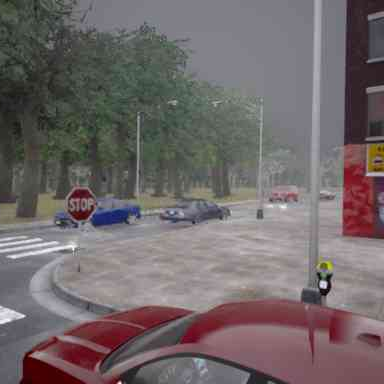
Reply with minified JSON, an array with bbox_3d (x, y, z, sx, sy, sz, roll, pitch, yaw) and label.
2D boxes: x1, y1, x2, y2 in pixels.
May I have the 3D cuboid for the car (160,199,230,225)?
[{"bbox_3d":[0.341,1.133,20.295,2.033,1.411,5.357,1,2,35],"label":"car"}]

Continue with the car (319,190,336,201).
[{"bbox_3d":[18.207,0.418,45.459,1.812,1.442,4.674,1,2,35],"label":"car"}]

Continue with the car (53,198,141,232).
[{"bbox_3d":[-4.949,1.127,17.935,1.882,1.535,5.008,1,2,35],"label":"car"}]

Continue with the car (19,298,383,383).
[{"bbox_3d":[0.477,1.544,2.452,4.507,1.381,1.887,0,1,35],"label":"car"}]

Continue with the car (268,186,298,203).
[{"bbox_3d":[11.212,0.240,40.644,2.150,2.045,5.566,1,2,36],"label":"car"}]
